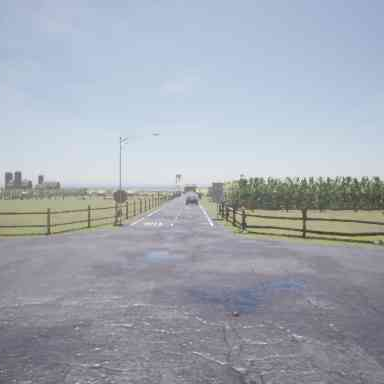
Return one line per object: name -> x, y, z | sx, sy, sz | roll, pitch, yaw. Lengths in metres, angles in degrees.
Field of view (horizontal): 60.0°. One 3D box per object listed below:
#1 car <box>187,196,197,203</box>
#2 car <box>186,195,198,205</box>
car -> 0.013, 1.476, 68.155 | 2.033, 1.411, 5.357 | 0, 0, 0
car -> 0.011, 1.297, 58.119 | 2.097, 1.767, 4.553 | 0, 0, 0
